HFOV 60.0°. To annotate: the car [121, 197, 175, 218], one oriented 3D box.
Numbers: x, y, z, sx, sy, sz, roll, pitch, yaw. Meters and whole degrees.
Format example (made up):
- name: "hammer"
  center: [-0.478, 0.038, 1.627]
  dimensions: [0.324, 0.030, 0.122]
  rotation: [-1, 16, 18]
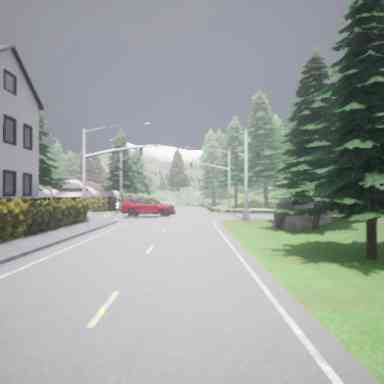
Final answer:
- name: "car"
  center: [-4.548, 1.592, 34.673]
  dimensions: [5.566, 2.045, 2.150]
  rotation: [1, -1, 0]
